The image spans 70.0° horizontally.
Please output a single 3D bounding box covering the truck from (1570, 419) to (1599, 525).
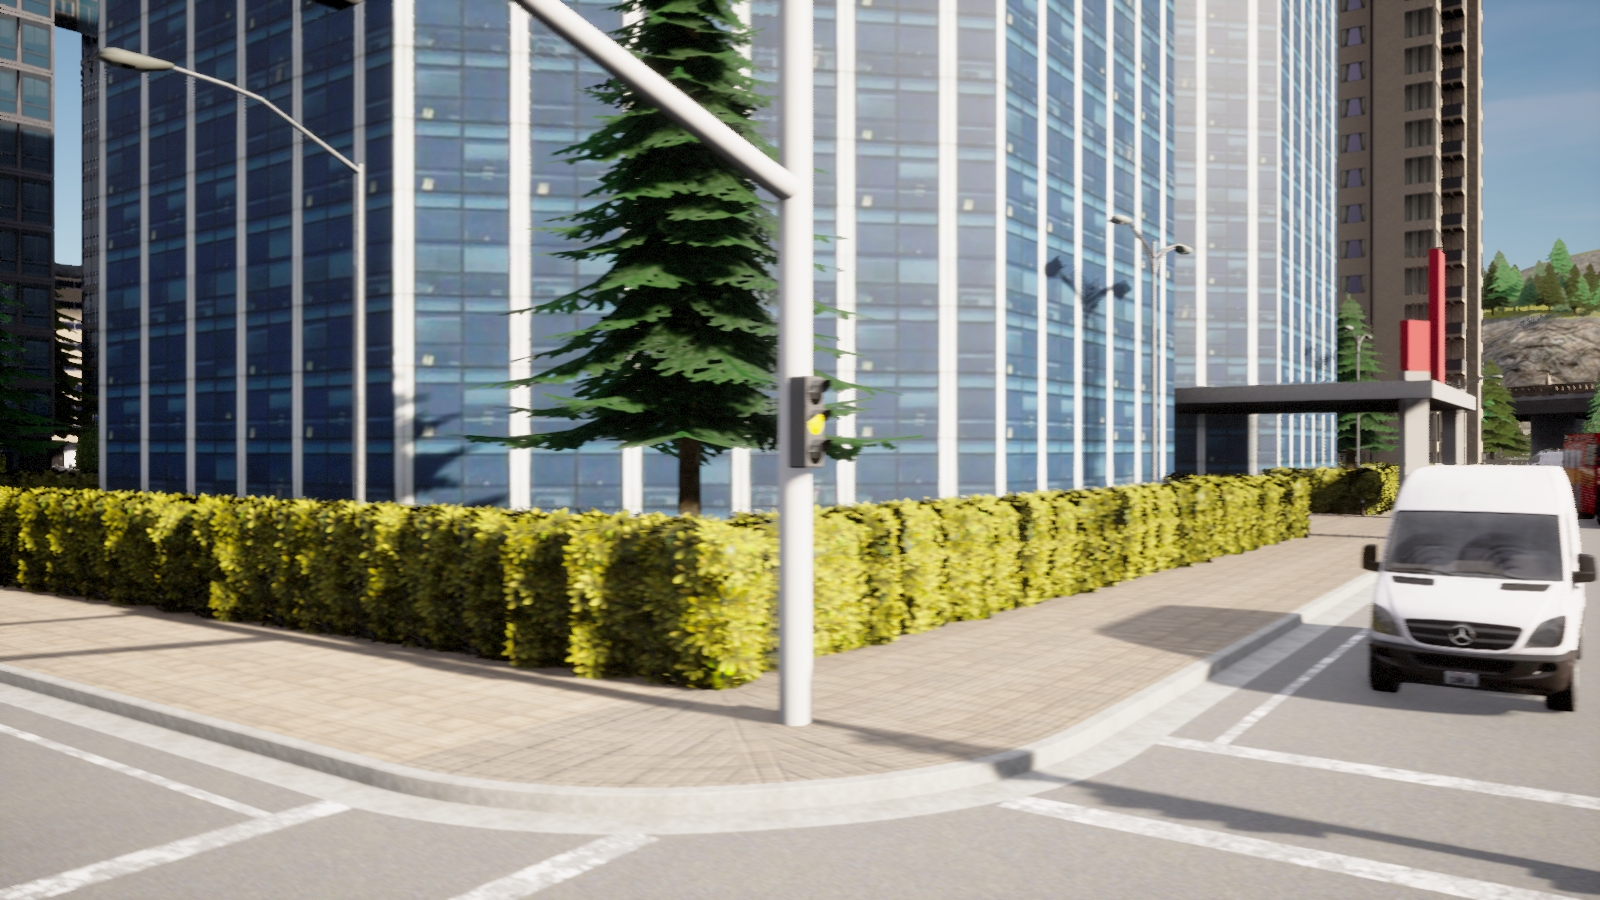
[{"bbox_3d":[30.875,0.802,42.001,2.891,3.827,8.468,0,0,24],"label":"truck"}]

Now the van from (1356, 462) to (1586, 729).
[{"bbox_3d":[8.544,1.467,14.234,1.988,2.561,5.915,0,0,35],"label":"van"}]
